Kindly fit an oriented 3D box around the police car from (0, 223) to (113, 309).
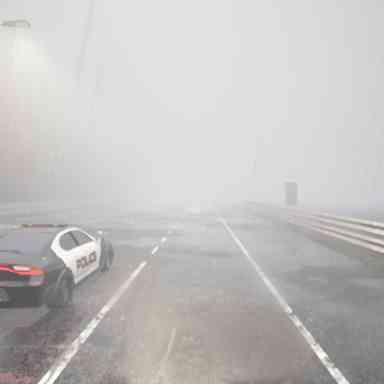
[{"bbox_3d":[-3.365,1.523,8.037,2.038,1.542,4.974,0,0,2],"label":"police car"}]
